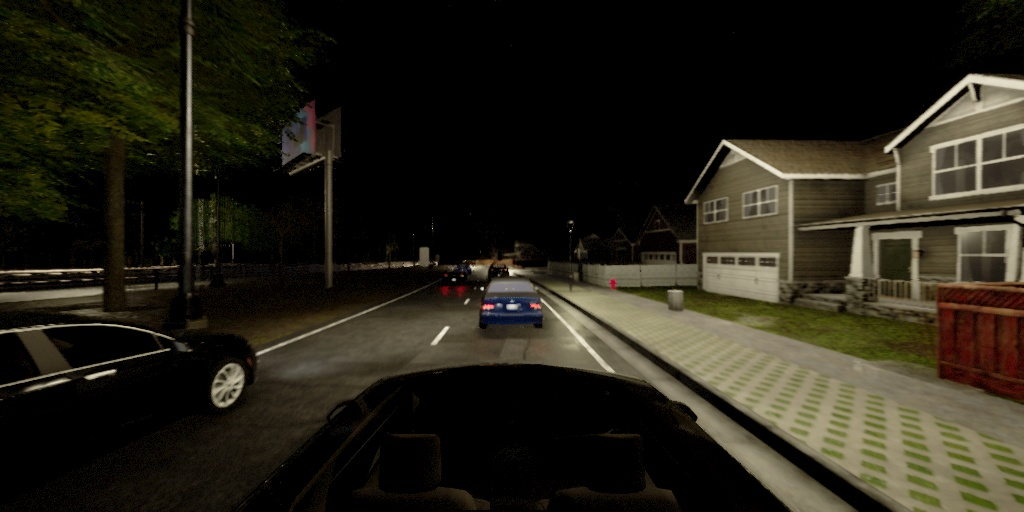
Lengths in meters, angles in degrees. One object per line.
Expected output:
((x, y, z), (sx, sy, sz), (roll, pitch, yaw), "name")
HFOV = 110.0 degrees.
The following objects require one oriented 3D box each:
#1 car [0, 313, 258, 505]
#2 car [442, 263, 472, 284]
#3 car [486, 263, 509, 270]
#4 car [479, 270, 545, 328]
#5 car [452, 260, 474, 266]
((-4.545, 1.273, 3.159), (1.837, 1.490, 4.892), (0, 0, 0), "car")
((-4.533, 1.524, 29.290), (1.895, 1.301, 4.718), (0, 0, -4), "car")
((-1.282, 1.423, 32.785), (2.128, 1.511, 4.902), (0, 0, -5), "car")
((-0.072, 1.357, 11.641), (2.033, 1.411, 5.357), (0, 0, -2), "car")
((-5.785, 1.557, 42.653), (1.994, 1.385, 4.181), (0, 0, -6), "car")
